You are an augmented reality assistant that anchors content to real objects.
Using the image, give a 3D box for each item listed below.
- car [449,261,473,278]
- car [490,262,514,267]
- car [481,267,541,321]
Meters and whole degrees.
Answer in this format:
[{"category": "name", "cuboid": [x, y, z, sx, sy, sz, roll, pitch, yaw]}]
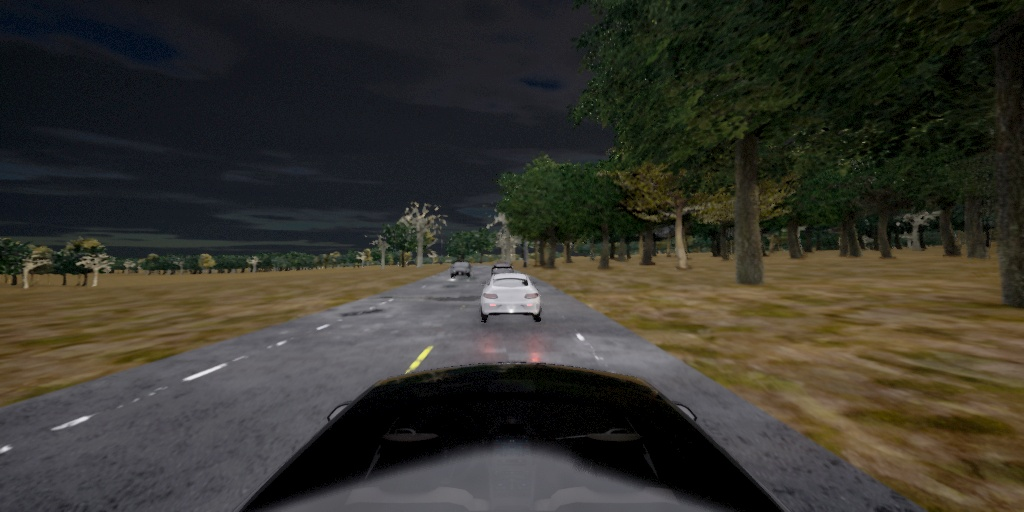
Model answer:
[{"category": "car", "cuboid": [-4.755, 1.279, 33.998, 1.837, 1.490, 4.892, 0, 0, -4]}, {"category": "car", "cuboid": [-0.861, 1.268, 31.001, 2.128, 1.511, 4.902, 0, 0, -3]}, {"category": "car", "cuboid": [-0.080, 1.285, 12.354, 1.812, 1.442, 4.674, 0, 0, -2]}]
